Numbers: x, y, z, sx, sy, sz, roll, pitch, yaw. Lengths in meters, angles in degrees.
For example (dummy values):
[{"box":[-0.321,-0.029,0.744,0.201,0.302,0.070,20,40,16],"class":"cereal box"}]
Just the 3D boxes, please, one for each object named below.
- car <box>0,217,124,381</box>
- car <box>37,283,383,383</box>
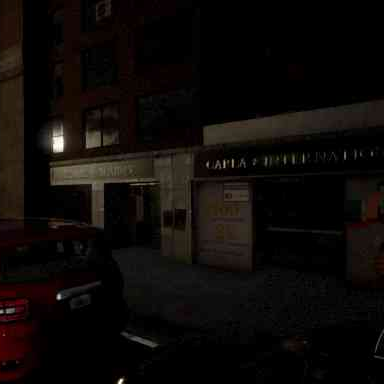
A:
[{"box":[-3.197,1.318,5.133,5.009,1.841,2.192,0,-1,35],"class":"car"},{"box":[1.267,1.551,1.952,4.403,1.369,2.008,0,-1,35],"class":"car"}]
